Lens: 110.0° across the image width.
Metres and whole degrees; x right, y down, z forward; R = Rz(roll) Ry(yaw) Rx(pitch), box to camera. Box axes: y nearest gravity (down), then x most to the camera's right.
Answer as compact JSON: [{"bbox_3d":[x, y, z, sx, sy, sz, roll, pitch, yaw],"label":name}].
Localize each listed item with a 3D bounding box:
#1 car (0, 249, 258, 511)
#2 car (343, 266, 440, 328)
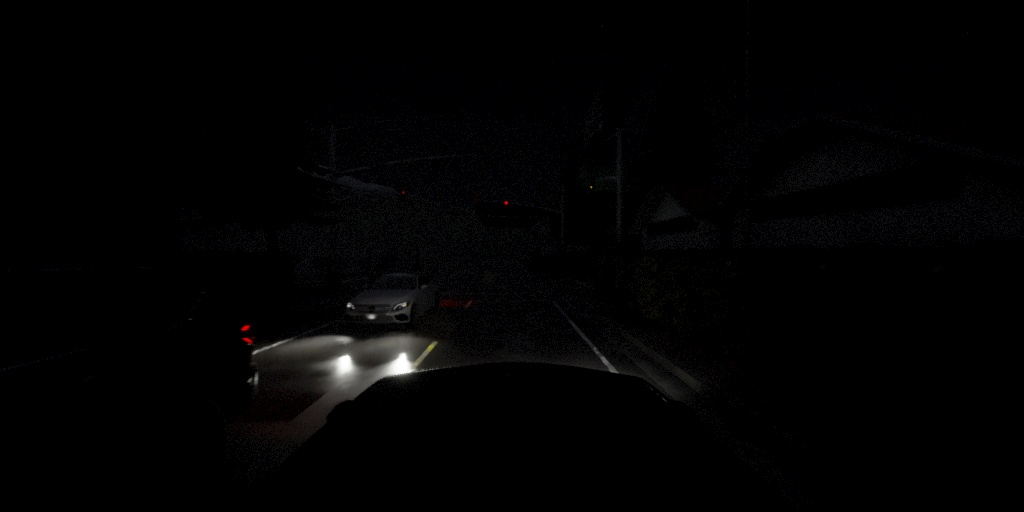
[{"bbox_3d":[-3.588,0.975,1.225,2.150,2.045,5.566,0,0,0],"label":"car"},{"bbox_3d":[-3.524,1.233,11.365,1.812,1.442,4.674,0,1,1],"label":"car"}]
